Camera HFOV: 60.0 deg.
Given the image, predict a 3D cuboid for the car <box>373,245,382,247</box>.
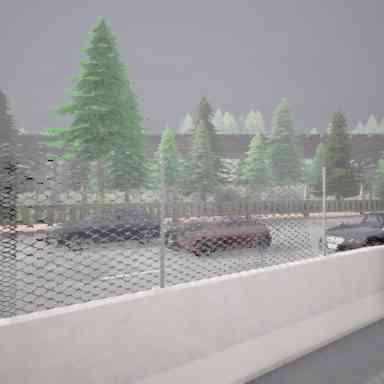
[{"bbox_3d":[6.720,1.496,11.941,4.902,1.511,2.128,0,0,-28],"label":"car"}]
